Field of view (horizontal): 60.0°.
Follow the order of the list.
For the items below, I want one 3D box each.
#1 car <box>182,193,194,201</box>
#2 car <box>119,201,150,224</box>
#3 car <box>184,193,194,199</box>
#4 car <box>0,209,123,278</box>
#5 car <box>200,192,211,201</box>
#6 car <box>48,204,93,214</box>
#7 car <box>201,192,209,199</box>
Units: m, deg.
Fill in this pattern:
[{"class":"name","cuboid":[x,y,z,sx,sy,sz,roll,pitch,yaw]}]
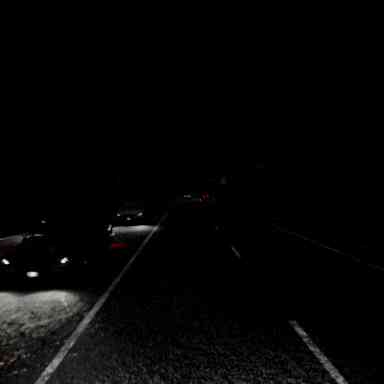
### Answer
[{"class":"car","cuboid":[-0.838,0.964,63.801,2.128,1.511,4.902,-1,0,1]},{"class":"car","cuboid":[-4.037,1.393,23.271,1.812,1.442,4.674,-1,0,-1]},{"class":"car","cuboid":[-0.593,0.901,74.189,1.895,1.301,4.718,-1,0,2]},{"class":"car","cuboid":[-3.783,1.519,10.430,2.033,1.411,5.357,-1,0,-1]},{"class":"car","cuboid":[2.662,0.918,63.784,1.837,1.490,4.892,-1,0,1]},{"class":"car","cuboid":[-7.499,1.493,20.641,2.033,1.411,5.357,-1,1,-2]},{"class":"car","cuboid":[2.901,0.756,74.025,1.812,1.442,4.674,-1,0,2]}]
